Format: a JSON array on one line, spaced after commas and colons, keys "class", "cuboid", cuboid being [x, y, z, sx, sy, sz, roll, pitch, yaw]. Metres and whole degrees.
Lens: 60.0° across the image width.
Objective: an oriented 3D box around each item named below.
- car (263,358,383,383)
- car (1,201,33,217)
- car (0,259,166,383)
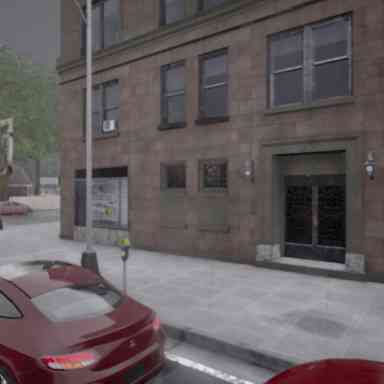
[{"class": "car", "cuboid": [2.262, 1.544, 1.204, 4.507, 1.381, 1.887, 0, 0, 35]}, {"class": "car", "cuboid": [-15.993, 1.483, 28.601, 1.994, 1.385, 4.181, 0, 0, 36]}, {"class": "car", "cuboid": [-2.234, 1.584, 4.403, 4.206, 1.307, 1.802, 0, 0, 35]}]
